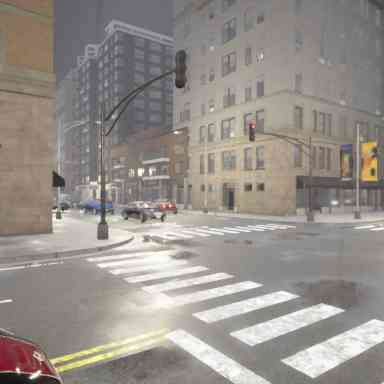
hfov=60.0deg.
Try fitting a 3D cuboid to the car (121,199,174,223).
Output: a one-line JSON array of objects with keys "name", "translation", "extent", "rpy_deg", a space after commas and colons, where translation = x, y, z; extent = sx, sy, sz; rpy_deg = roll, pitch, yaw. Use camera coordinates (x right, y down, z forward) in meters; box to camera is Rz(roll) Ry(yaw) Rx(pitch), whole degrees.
[{"name": "car", "translation": [-3.772, 1.464, 25.426], "extent": [2.128, 1.511, 4.902], "rpy_deg": [0, 0, -35]}]

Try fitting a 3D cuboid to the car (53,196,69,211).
[{"name": "car", "translation": [-16.072, 1.517, 38.479], "extent": [1.947, 1.339, 4.313], "rpy_deg": [0, 0, -35]}]

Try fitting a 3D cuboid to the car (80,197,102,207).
[{"name": "car", "translation": [-15.889, 1.504, 52.153], "extent": [1.752, 1.417, 4.829], "rpy_deg": [0, 0, -35]}]

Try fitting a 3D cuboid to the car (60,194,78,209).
[{"name": "car", "translation": [-15.173, 1.312, 41.636], "extent": [2.097, 1.767, 4.553], "rpy_deg": [0, 0, -35]}]

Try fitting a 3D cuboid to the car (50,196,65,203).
[{"name": "car", "translation": [-28.354, 1.556, 69.848], "extent": [1.947, 1.339, 4.313], "rpy_deg": [0, 0, -35]}]

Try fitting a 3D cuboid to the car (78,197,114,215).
[{"name": "car", "translation": [-9.467, 1.441, 33.507], "extent": [1.882, 1.535, 5.008], "rpy_deg": [0, 0, -35]}]

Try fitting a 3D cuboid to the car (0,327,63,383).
[{"name": "car", "translation": [-2.864, 1.352, 1.426], "extent": [4.553, 1.767, 2.097], "rpy_deg": [0, 0, -36]}]

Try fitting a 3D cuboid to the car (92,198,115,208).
[{"name": "car", "translation": [-12.651, 1.560, 47.556], "extent": [1.802, 1.307, 4.206], "rpy_deg": [0, 0, -35]}]

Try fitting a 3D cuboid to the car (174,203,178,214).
[{"name": "car", "translation": [-3.228, 1.425, 34.181], "extent": [1.967, 1.590, 4.097], "rpy_deg": [0, 0, -35]}]

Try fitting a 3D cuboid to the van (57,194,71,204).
[{"name": "van", "translation": [-25.213, 1.328, 65.390], "extent": [1.690, 1.788, 3.998], "rpy_deg": [0, 0, -35]}]
